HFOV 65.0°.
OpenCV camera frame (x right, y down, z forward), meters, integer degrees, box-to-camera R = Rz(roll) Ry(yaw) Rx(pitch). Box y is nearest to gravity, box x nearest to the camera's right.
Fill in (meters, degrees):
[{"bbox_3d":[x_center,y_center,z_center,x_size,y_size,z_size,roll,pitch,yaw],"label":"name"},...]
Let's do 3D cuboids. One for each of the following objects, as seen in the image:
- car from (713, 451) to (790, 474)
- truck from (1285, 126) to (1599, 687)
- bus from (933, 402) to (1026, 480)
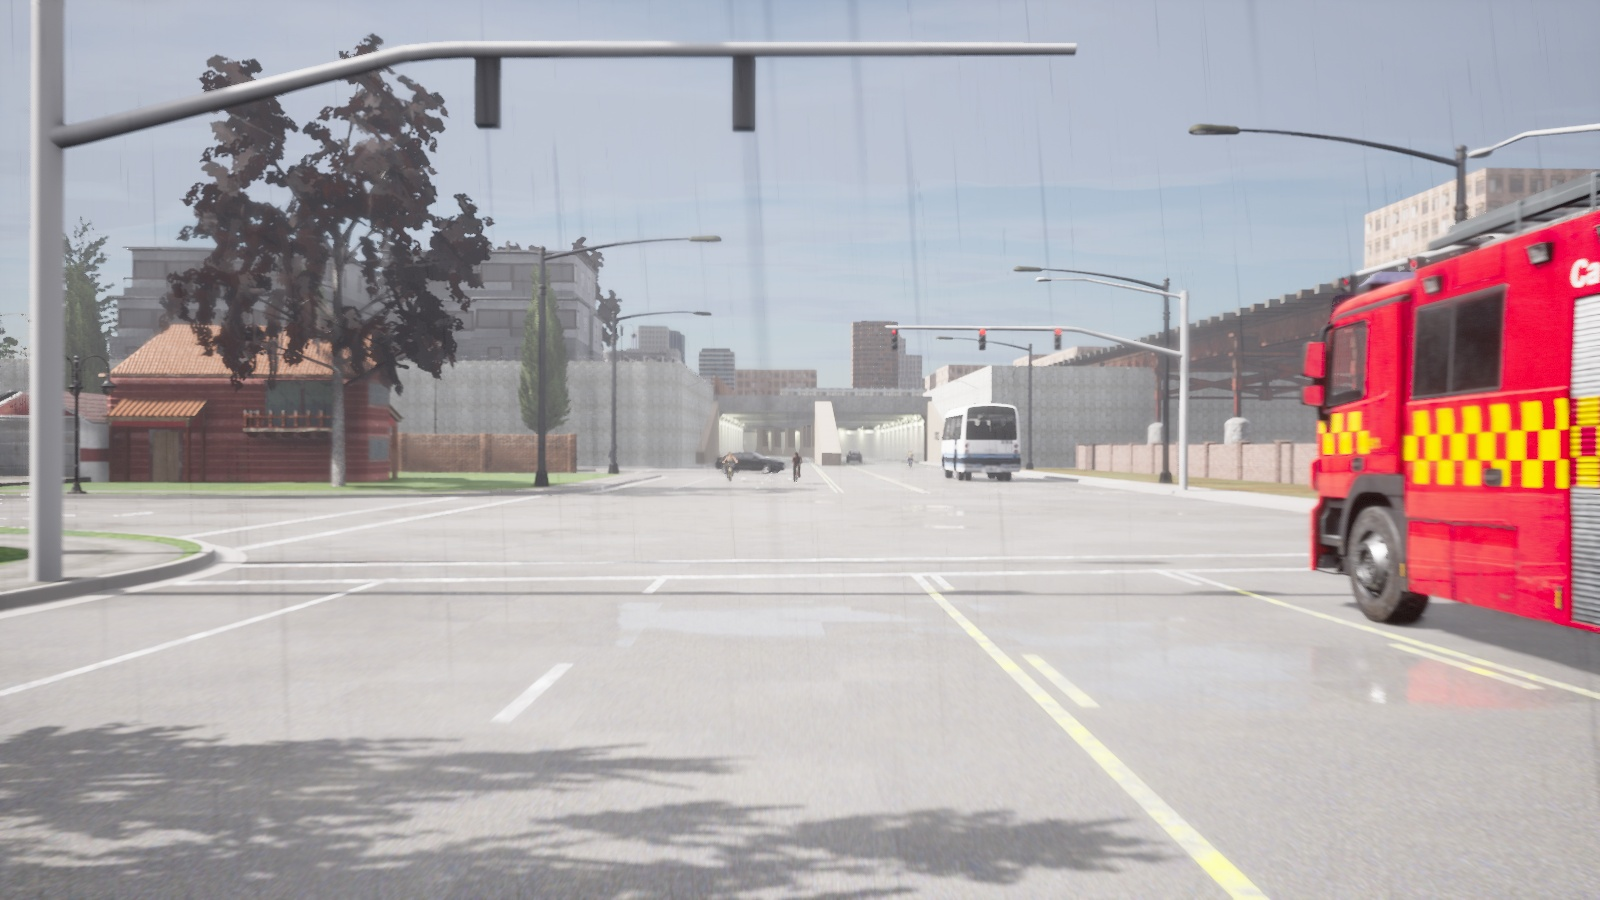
[{"bbox_3d":[-3.391,0.873,88.007,5.008,1.535,1.882,0,0,21],"label":"car"},{"bbox_3d":[6.939,-0.286,10.159,2.891,3.827,8.468,0,-1,1],"label":"truck"},{"bbox_3d":[10.317,-0.505,73.461,3.944,4.253,10.273,0,0,0],"label":"bus"}]
